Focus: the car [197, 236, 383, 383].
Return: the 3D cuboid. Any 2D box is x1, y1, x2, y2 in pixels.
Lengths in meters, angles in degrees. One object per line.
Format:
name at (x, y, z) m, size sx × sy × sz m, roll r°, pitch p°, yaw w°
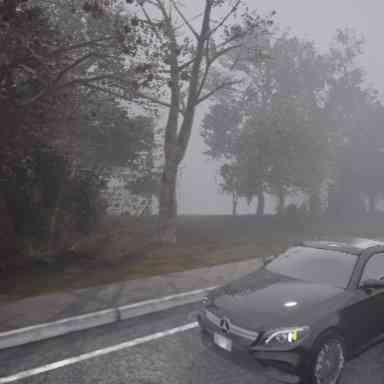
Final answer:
car at (2.258, 1.501, 5.292) m, size 4.674 × 1.442 × 1.812 m, roll 0°, pitch 0°, yaw -35°
